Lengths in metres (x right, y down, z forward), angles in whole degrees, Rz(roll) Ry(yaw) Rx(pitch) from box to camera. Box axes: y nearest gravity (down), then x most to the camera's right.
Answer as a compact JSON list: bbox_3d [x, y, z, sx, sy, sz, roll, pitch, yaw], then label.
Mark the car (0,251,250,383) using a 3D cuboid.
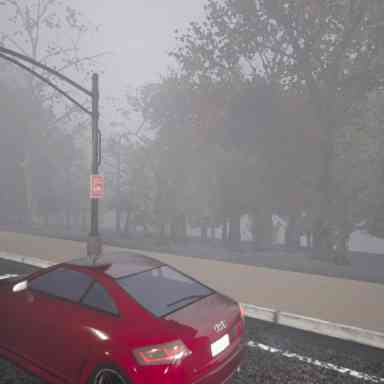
[{"bbox_3d":[-1.338,1.563,4.636,4.181,1.385,1.994,0,0,35],"label":"car"}]
